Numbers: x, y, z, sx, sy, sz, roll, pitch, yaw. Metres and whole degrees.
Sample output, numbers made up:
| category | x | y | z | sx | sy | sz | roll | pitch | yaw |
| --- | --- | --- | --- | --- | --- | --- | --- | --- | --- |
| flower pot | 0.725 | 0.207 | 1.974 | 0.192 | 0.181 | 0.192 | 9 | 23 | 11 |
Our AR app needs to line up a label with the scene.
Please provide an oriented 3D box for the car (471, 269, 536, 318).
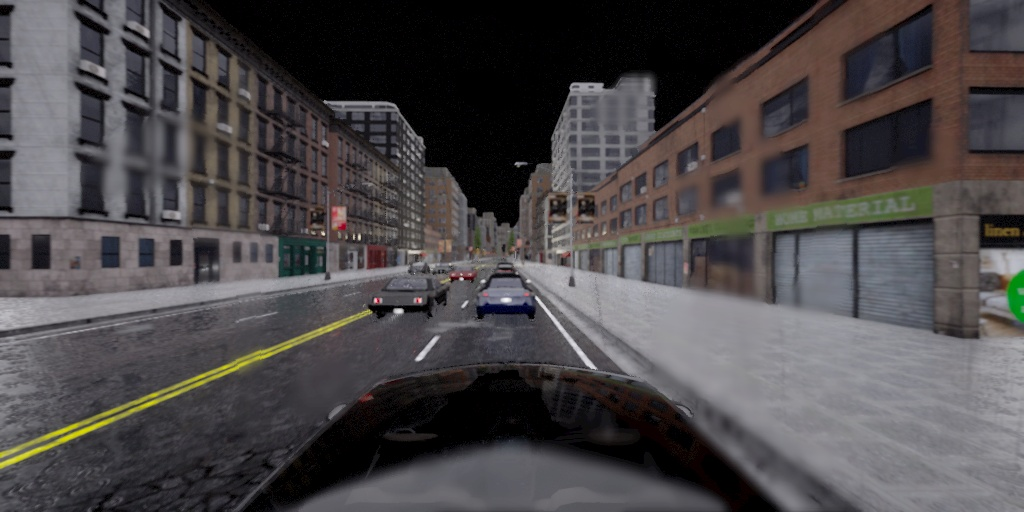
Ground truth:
| category | x | y | z | sx | sy | sz | roll | pitch | yaw |
| --- | --- | --- | --- | --- | --- | --- | --- | --- | --- |
| car | -0.222 | 1.350 | 13.169 | 1.994 | 1.385 | 4.181 | 0 | 0 | -1 |

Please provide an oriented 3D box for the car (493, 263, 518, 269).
| category | x | y | z | sx | sy | sz | roll | pitch | yaw |
| --- | --- | --- | --- | --- | --- | --- | --- | --- | --- |
| car | -0.580 | 1.345 | 30.594 | 1.837 | 1.490 | 4.892 | 0 | 0 | -1 |

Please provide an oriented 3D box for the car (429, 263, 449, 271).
| category | x | y | z | sx | sy | sz | roll | pitch | yaw |
| --- | --- | --- | --- | --- | --- | --- | --- | --- | --- |
| car | -7.457 | 1.428 | 39.446 | 1.994 | 1.385 | 4.181 | 0 | 0 | -1 |

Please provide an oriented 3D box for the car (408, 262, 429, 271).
| category | x | y | z | sx | sy | sz | roll | pitch | yaw |
| --- | --- | --- | --- | --- | --- | --- | --- | --- | --- |
| car | -10.753 | 1.396 | 41.877 | 1.812 | 1.442 | 4.674 | 0 | 0 | -1 |

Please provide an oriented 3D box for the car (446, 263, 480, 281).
| category | x | y | z | sx | sy | sz | roll | pitch | yaw |
| --- | --- | --- | --- | --- | --- | --- | --- | --- | --- |
| car | -3.798 | 1.435 | 28.954 | 1.895 | 1.301 | 4.718 | 0 | 0 | -1 |

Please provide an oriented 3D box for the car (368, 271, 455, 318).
| category | x | y | z | sx | sy | sz | roll | pitch | yaw |
| --- | --- | --- | --- | --- | --- | --- | --- | --- | --- |
| car | -3.471 | 1.386 | 13.068 | 1.895 | 1.301 | 4.718 | 0 | 0 | -1 |
